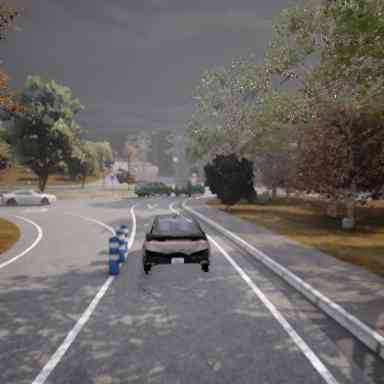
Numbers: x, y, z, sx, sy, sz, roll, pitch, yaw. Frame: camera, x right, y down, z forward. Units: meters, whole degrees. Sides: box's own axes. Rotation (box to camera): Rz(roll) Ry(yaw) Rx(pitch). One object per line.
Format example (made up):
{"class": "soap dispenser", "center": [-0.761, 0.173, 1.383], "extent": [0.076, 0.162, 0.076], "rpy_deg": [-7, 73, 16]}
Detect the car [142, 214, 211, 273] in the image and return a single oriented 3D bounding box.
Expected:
{"class": "car", "center": [-0.564, 1.443, 10.667], "extent": [2.128, 1.511, 4.902], "rpy_deg": [0, 1, -5]}

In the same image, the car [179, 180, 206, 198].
{"class": "car", "center": [-0.186, -0.448, 41.987], "extent": [2.150, 2.045, 5.566], "rpy_deg": [2, 4, 27]}

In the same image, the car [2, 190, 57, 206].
{"class": "car", "center": [-15.284, 0.536, 31.389], "extent": [4.674, 1.442, 1.812], "rpy_deg": [-1, 4, -8]}

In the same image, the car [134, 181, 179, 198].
{"class": "car", "center": [-4.616, -0.380, 40.948], "extent": [2.150, 2.045, 5.566], "rpy_deg": [4, 5, 38]}
